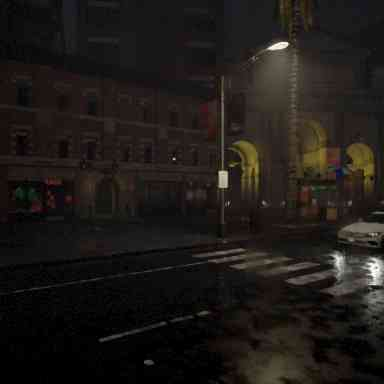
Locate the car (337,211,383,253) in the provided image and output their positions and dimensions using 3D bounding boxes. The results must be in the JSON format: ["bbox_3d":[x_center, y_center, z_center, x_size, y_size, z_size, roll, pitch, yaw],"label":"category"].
[{"bbox_3d":[8.056,1.526,13.625,4.674,1.442,1.812,0,0,-28],"label":"car"}]
